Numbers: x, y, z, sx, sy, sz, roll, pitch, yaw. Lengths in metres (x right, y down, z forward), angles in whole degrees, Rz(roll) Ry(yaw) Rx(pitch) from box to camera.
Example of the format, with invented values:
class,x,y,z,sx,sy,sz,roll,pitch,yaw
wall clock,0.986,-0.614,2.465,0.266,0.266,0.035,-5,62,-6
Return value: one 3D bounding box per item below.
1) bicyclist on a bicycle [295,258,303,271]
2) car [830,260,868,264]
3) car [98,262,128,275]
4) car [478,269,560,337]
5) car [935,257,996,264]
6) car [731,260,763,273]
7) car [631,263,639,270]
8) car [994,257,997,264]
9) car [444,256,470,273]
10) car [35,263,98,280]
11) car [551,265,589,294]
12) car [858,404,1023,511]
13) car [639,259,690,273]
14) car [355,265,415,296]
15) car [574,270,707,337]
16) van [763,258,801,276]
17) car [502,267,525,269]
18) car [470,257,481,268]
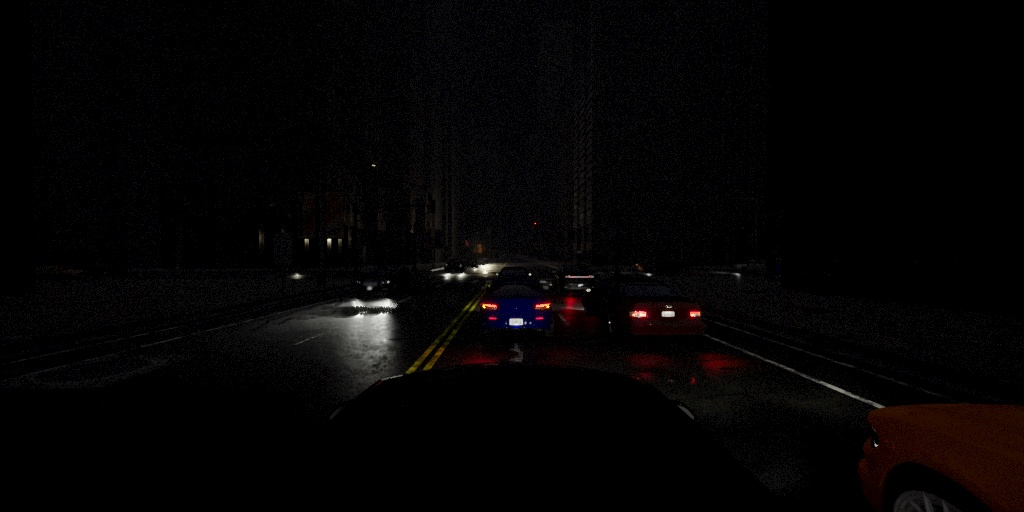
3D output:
class,x,y,z,sx,sy,sz,roll,pitch,yaw
bicyclist on a bicycle,-25.898,1.003,43.563,0.582,1.620,1.656,0,1,0
car,32.952,1.321,35.231,4.207,1.307,1.802,0,0,0
car,-46.437,1.364,40.692,4.507,1.381,1.888,0,0,0
car,0.089,1.272,10.132,1.812,1.442,4.674,0,0,0
car,43.831,1.169,35.172,4.097,1.591,1.967,0,0,0
car,27.643,1.184,41.095,4.674,1.442,1.812,0,1,0
car,16.672,1.071,43.843,4.097,1.591,1.967,0,0,0
car,49.272,1.046,35.143,5.009,1.841,2.192,0,0,0
car,-6.606,1.071,42.456,2.097,1.767,4.553,0,0,0
car,-40.841,1.451,32.172,4.829,1.417,1.751,0,0,0
car,3.340,1.230,19.980,2.128,1.511,4.902,0,0,0
car,3.350,1.228,0.407,1.882,1.535,5.008,0,0,0
car,17.703,1.148,41.164,5.008,1.535,1.882,0,1,0
car,-6.603,1.232,19.083,2.128,1.511,4.902,0,0,0
car,3.347,1.294,10.232,2.033,1.411,5.357,0,0,0
van,27.510,1.086,35.260,3.998,1.789,1.690,0,0,0
car,0.088,1.286,19.706,2.033,1.411,5.357,0,0,0
car,-6.598,1.190,58.013,1.882,1.535,5.008,0,0,0
